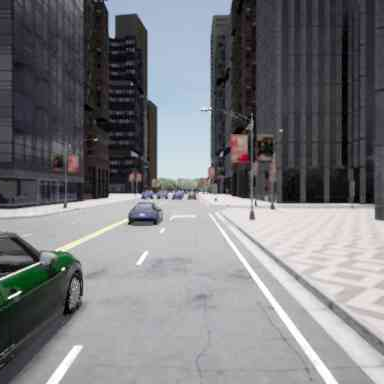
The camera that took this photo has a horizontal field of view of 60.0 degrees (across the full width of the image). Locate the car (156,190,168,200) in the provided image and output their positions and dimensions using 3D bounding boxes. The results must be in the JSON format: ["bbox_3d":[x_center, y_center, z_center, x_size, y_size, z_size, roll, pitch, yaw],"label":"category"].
[{"bbox_3d":[-6.463,0.618,72.819,2.150,2.045,5.566,0,1,0],"label":"car"}]

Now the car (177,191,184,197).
[{"bbox_3d":[-3.202,0.502,93.457,1.882,1.535,5.008,0,1,0],"label":"car"}]

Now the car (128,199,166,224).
[{"bbox_3d":[-3.137,1.396,23.016,1.994,1.385,4.181,0,0,0],"label":"car"}]

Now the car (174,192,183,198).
[{"bbox_3d":[-3.207,0.834,82.907,2.033,1.411,5.357,0,1,0],"label":"car"}]

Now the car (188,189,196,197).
[{"bbox_3d":[0.048,0.249,93.482,2.150,2.045,5.566,0,1,0],"label":"car"}]

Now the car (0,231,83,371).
[{"bbox_3d":[-3.147,1.318,4.594,2.097,1.767,4.553,0,0,0],"label":"car"}]

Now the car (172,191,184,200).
[{"bbox_3d":[-3.213,0.929,71.558,1.812,1.442,4.674,0,1,0],"label":"car"}]

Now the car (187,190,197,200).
[{"bbox_3d":[0.037,0.929,71.557,1.812,1.442,4.674,0,1,0],"label":"car"}]

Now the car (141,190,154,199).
[{"bbox_3d":[-9.713,0.618,72.822,2.150,2.045,5.566,0,1,0],"label":"car"}]
